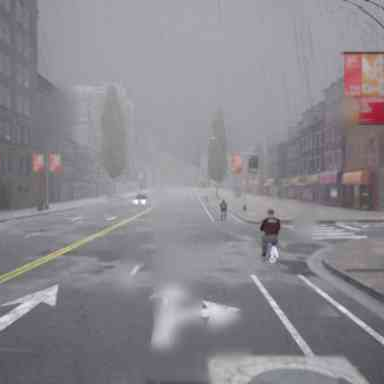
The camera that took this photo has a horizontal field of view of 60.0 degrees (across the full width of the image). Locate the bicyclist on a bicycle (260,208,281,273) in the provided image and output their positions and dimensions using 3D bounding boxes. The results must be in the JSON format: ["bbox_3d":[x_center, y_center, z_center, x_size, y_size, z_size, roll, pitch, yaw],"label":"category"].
[{"bbox_3d":[2.250,1.356,9.692,0.659,1.776,1.843,0,0,0],"label":"bicyclist on a bicycle"}]

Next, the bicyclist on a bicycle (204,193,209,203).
[{"bbox_3d":[2.247,0.895,51.951,0.866,1.612,1.509,0,1,0],"label":"bicyclist on a bicycle"}]

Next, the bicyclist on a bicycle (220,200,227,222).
[{"bbox_3d":[2.265,1.368,23.812,0.582,1.620,1.656,1,-2,0],"label":"bicyclist on a bicycle"}]

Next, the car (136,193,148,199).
[{"bbox_3d":[-9.754,0.794,65.166,1.895,1.301,4.718,0,1,0],"label":"car"}]

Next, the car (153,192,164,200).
[{"bbox_3d":[-6.504,0.730,65.194,2.033,1.411,5.357,0,1,0],"label":"car"}]
